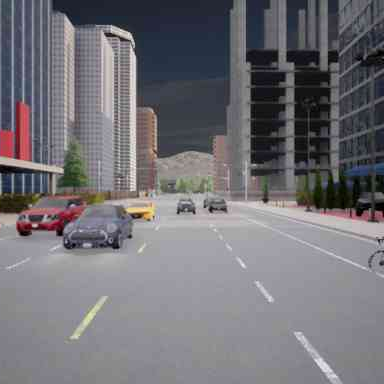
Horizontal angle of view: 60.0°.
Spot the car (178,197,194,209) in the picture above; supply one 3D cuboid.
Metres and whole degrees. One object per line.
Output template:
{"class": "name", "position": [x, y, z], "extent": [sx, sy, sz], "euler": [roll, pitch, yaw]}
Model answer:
{"class": "car", "position": [-0.859, 1.491, 46.024], "extent": [2.128, 1.511, 4.902], "euler": [0, 0, -1]}

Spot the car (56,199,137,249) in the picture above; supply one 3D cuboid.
{"class": "car", "position": [-3.867, 1.351, 14.383], "extent": [2.097, 1.767, 4.553], "euler": [0, 0, -1]}

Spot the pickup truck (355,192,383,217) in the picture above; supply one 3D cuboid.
{"class": "pickup truck", "position": [16.030, 1.058, 29.562], "extent": [2.390, 2.098, 6.274], "euler": [0, 0, 29]}

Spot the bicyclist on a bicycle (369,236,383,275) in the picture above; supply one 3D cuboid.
{"class": "bicyclist on a bicycle", "position": [5.595, 1.448, 9.028], "extent": [1.656, 1.620, 0.582], "euler": [-2, 0, -1]}

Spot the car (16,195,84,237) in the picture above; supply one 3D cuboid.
{"class": "car", "position": [-7.421, 1.222, 18.385], "extent": [2.150, 2.045, 5.566], "euler": [0, 0, -1]}

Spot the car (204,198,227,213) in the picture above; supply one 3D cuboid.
{"class": "car", "position": [2.811, 1.490, 37.186], "extent": [2.128, 1.511, 4.902], "euler": [0, 0, -1]}

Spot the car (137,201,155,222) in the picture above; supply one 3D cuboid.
{"class": "car", "position": [-4.119, 1.477, 26.818], "extent": [1.882, 1.535, 5.008], "euler": [0, 0, -1]}

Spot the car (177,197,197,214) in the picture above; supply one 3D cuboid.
{"class": "car", "position": [-0.604, 1.525, 34.551], "extent": [1.812, 1.442, 4.674], "euler": [0, 0, -1]}
